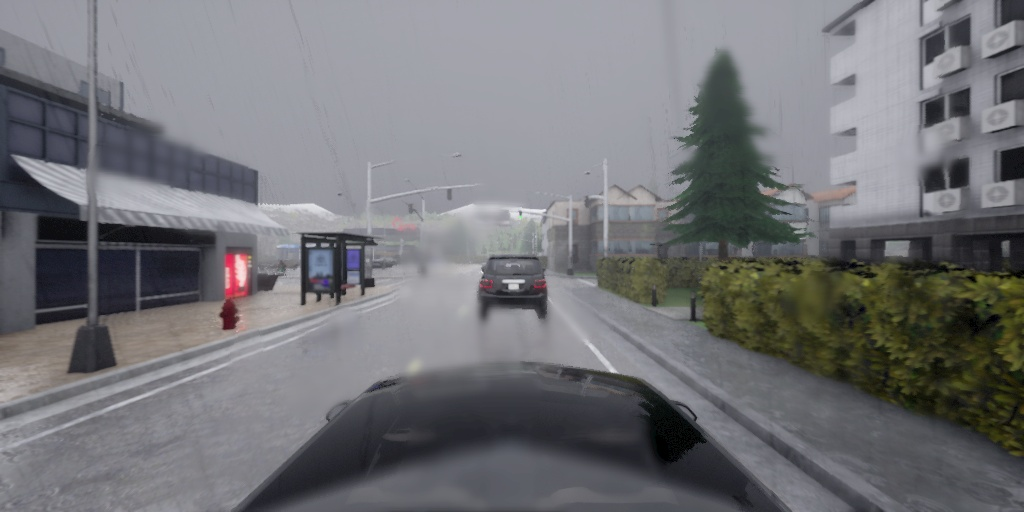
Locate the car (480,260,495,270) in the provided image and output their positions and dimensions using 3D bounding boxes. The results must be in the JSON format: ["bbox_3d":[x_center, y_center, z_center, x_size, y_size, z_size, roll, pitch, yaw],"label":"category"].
[{"bbox_3d":[-3.576,1.298,52.899,1.895,1.301,4.718,0,0,0],"label":"car"}]

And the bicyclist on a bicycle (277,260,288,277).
[{"bbox_3d":[-22.216,1.192,34.704,0.582,1.620,1.656,0,0,0],"label":"bicyclist on a bicycle"}]

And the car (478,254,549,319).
[{"bbox_3d":[0.065,0.960,12.802,2.150,2.045,5.566,0,0,0],"label":"car"}]
